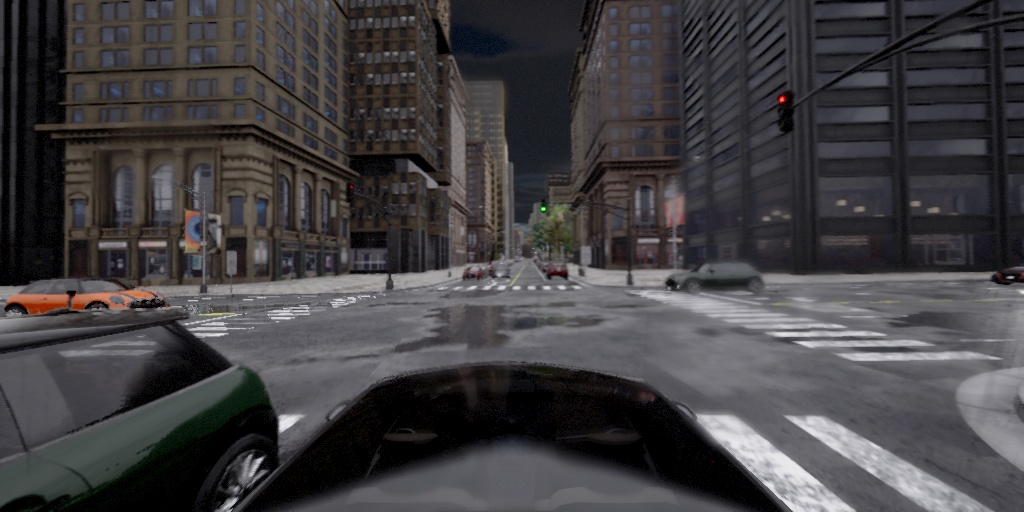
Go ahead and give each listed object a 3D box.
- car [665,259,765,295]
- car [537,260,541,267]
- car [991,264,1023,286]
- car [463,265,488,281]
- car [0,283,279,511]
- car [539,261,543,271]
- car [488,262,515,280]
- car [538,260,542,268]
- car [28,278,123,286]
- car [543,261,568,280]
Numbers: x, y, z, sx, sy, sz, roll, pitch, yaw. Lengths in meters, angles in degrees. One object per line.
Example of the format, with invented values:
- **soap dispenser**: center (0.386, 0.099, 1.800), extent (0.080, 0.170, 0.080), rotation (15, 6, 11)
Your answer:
- **car**: center (10.628, 1.095, 19.078), extent (4.553, 1.767, 2.097), rotation (-2, -1, 3)
- **car**: center (5.943, 1.925, 64.157), extent (1.802, 1.307, 4.207), rotation (0, 0, 3)
- **car**: center (27.541, 0.866, 18.309), extent (4.181, 1.385, 1.994), rotation (-2, -1, 3)
- **car**: center (-3.927, 1.737, 36.899), extent (1.888, 1.381, 4.507), rotation (0, 0, 3)
- **car**: center (-2.961, 1.121, 0.932), extent (2.097, 1.767, 4.553), rotation (-1, -1, 2)
- **car**: center (5.401, 1.821, 53.087), extent (1.948, 1.339, 4.313), rotation (0, 0, 3)
- **car**: center (-1.107, 1.718, 38.187), extent (2.128, 1.511, 4.902), rotation (-1, 0, 3)
- **car**: center (5.680, 1.826, 58.792), extent (1.751, 1.417, 4.829), rotation (0, 0, 3)
- **car**: center (-15.888, 1.614, 13.597), extent (4.553, 1.767, 2.097), rotation (-1, -1, 2)
- **car**: center (4.588, 1.413, 36.485), extent (2.192, 1.841, 5.009), rotation (0, 0, 3)
